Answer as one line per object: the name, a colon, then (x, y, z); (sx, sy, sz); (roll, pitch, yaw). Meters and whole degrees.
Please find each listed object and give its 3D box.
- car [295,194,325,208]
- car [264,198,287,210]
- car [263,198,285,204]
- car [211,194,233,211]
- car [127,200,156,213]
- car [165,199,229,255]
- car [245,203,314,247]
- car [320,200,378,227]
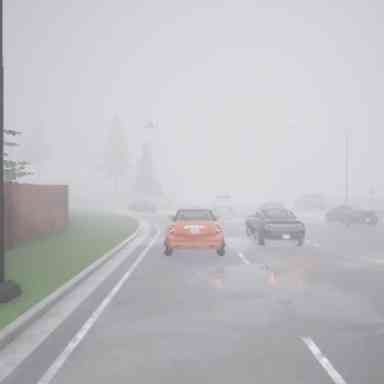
car: (14.084, 1.195, 39.866); (2.150, 2.045, 5.566); (0, 0, 0)
car: (10.582, 1.497, 42.427); (1.812, 1.442, 4.674); (0, 0, 0)
car: (7.088, 1.528, 29.659); (2.033, 1.411, 5.357); (0, 0, 0)
car: (3.585, 1.195, 39.868); (2.150, 2.045, 5.566); (0, 0, 0)
car: (-5.633, 1.539, 36.719); (1.994, 1.385, 4.181); (0, 0, -31)
car: (0.095, 1.342, 13.446); (2.097, 1.767, 4.553); (0, 0, 0)
car: (3.594, 1.481, 15.106); (2.128, 1.511, 4.902); (0, 0, 0)
car: (10.590, 1.511, 22.332); (1.812, 1.442, 4.674); (0, 0, 0)
